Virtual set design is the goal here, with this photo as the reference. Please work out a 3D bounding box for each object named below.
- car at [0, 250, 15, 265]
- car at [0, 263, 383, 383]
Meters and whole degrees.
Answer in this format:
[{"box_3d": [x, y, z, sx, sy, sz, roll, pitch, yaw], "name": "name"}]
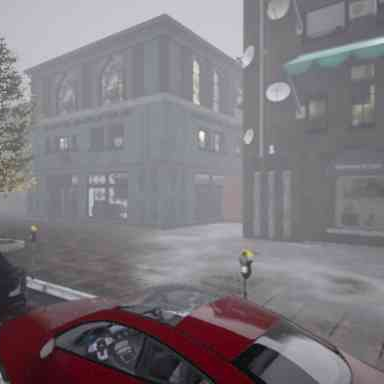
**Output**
[{"box_3d": [-4.853, 1.545, 6.337, 4.313, 1.339, 1.947, 0, 0, 36], "name": "car"}, {"box_3d": [-0.343, 1.576, 3.120, 4.206, 1.307, 1.802, 0, 0, 36], "name": "car"}]
